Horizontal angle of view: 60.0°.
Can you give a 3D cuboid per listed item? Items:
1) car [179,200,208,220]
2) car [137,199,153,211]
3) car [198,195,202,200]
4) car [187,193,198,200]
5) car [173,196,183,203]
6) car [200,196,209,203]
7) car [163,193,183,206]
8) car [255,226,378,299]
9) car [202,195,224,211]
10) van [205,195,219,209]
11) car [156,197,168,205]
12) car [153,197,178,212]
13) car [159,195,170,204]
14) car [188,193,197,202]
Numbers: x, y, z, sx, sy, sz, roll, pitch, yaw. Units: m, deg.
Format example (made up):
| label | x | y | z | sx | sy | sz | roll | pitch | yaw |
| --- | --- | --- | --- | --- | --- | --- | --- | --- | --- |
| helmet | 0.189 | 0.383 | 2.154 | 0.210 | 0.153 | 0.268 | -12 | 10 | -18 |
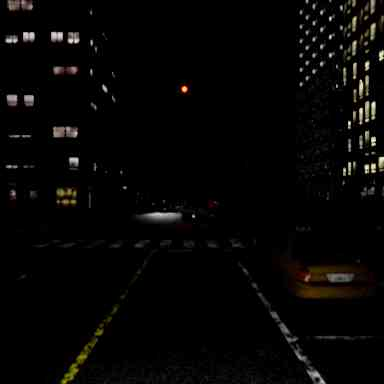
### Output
| label | x | y | z | sx | sy | sz | roll | pitch | yaw |
| --- | --- | --- | --- | --- | --- | --- | --- | --- | --- |
| car | 0.128 | 1.627 | 28.831 | 1.895 | 1.301 | 4.718 | 0 | 0 | 0 |
| car | -5.641 | 1.581 | 40.603 | 2.008 | 1.369 | 4.403 | 0 | 0 | 0 |
| car | 2.765 | 1.383 | 62.698 | 2.192 | 1.841 | 5.009 | 0 | 0 | 0 |
| car | 0.088 | 1.560 | 69.372 | 1.882 | 1.535 | 5.008 | 0 | 0 | 0 |
| car | -2.908 | 1.614 | 70.860 | 2.033 | 1.411 | 5.357 | 0 | 0 | 0 |
| car | 2.780 | 1.636 | 73.752 | 1.887 | 1.381 | 4.507 | 0 | 0 | 0 |
| car | -3.018 | 1.270 | 55.080 | 2.150 | 2.045 | 5.566 | 0 | 0 | 0 |
| car | 2.697 | 1.529 | 8.350 | 1.752 | 1.417 | 4.829 | 0 | 0 | 0 |
| car | 2.737 | 1.346 | 40.593 | 2.192 | 1.841 | 5.009 | 0 | 0 | 0 |
| van | 2.744 | 1.379 | 46.118 | 1.690 | 1.788 | 3.998 | 0 | 0 | 0 |
| car | -5.614 | 1.613 | 62.708 | 1.887 | 1.381 | 4.507 | 0 | 0 | 0 |
| car | -3.050 | 1.630 | 39.188 | 1.895 | 1.301 | 4.718 | 0 | 0 | 0 |
| car | -5.607 | 1.520 | 68.236 | 1.967 | 1.590 | 4.097 | 0 | 0 | 0 |
| car | 0.102 | 1.243 | 79.820 | 2.150 | 2.045 | 5.566 | 0 | 0 | 0 |
